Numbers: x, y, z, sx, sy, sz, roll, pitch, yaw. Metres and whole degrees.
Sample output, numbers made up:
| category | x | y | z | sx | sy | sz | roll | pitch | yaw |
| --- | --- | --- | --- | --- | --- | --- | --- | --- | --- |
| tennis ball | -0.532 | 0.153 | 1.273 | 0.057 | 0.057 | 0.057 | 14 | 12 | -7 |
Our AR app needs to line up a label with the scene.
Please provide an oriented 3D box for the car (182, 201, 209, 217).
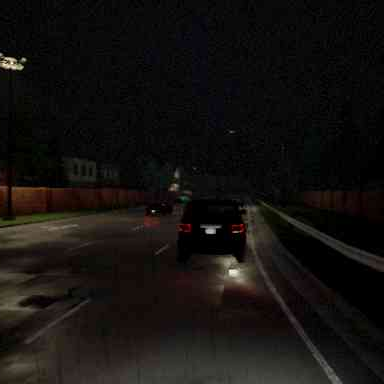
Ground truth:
| category | x | y | z | sx | sy | sz | roll | pitch | yaw |
| --- | --- | --- | --- | --- | --- | --- | --- | --- | --- |
| car | 0.413 | 1.605 | 33.027 | 1.994 | 1.385 | 4.181 | 0 | 0 | 9 |

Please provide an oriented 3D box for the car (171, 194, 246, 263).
| category | x | y | z | sx | sy | sz | roll | pitch | yaw |
| --- | --- | --- | --- | --- | --- | --- | --- | --- | --- |
| car | 0.828 | 1.241 | 12.324 | 2.150 | 2.045 | 5.566 | 0 | 0 | 6 |

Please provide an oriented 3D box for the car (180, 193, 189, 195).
| category | x | y | z | sx | sy | sz | roll | pitch | yaw |
| --- | --- | --- | --- | --- | --- | --- | --- | --- | --- |
| car | -1.282 | 1.259 | 66.946 | 2.150 | 2.045 | 5.566 | 0 | 0 | 9 |

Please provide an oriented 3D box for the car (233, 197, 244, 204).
| category | x | y | z | sx | sy | sz | roll | pitch | yaw |
| --- | --- | --- | --- | --- | --- | --- | --- | --- | --- |
| car | 9.349 | 1.694 | 66.924 | 1.994 | 1.385 | 4.181 | 0 | 0 | 9 |

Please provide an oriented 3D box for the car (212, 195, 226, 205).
| category | x | y | z | sx | sy | sz | roll | pitch | yaw |
| --- | --- | --- | --- | --- | --- | --- | --- | --- | --- |
| car | 5.076 | 1.455 | 61.810 | 2.097 | 1.767 | 4.553 | 0 | 0 | 9 |

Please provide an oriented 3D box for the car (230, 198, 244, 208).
| category | x | y | z | sx | sy | sz | roll | pitch | yaw |
| --- | --- | --- | --- | --- | --- | --- | --- | --- | --- |
| car | 7.022 | 1.668 | 51.934 | 1.994 | 1.385 | 4.181 | 0 | 0 | 9 |

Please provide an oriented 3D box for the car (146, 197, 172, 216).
| category | x | y | z | sx | sy | sz | roll | pitch | yaw |
| --- | --- | --- | --- | --- | --- | --- | --- | --- | --- |
| car | -3.155 | 1.522 | 32.887 | 1.837 | 1.490 | 4.892 | 0 | 0 | 9 |

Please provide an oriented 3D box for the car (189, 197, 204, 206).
| category | x | y | z | sx | sy | sz | roll | pitch | yaw |
| --- | --- | --- | --- | --- | --- | --- | --- | --- | --- |
| car | 0.803 | 1.598 | 57.924 | 1.812 | 1.442 | 4.674 | 0 | 0 | 9 |
